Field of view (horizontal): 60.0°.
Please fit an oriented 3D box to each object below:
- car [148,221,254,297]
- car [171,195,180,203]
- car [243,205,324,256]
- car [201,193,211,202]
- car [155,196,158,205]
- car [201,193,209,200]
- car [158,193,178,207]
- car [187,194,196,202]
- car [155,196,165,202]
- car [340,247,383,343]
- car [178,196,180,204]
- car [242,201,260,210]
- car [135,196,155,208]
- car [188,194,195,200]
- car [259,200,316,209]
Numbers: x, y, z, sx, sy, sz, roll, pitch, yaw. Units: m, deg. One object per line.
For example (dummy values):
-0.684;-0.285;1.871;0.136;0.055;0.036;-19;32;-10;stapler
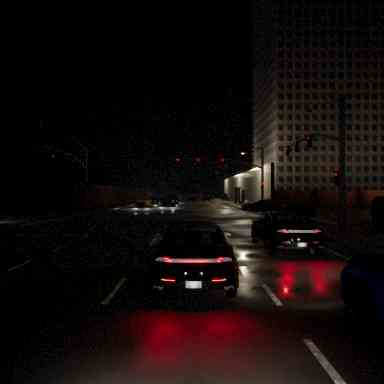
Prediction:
0.046;1.492;8.547;2.128;1.511;4.902;0;0;0;car
-3.592;1.478;73.248;1.882;1.535;5.008;0;0;0;car
3.565;1.491;13.165;2.128;1.511;4.902;0;0;0;car
3.401;1.491;78.851;1.837;1.490;4.892;0;0;0;car
-7.148;1.477;60.226;1.882;1.535;5.008;0;0;0;car
3.389;1.182;89.044;2.097;1.767;4.553;0;0;0;car
-3.650;1.352;51.436;2.097;1.767;4.553;0;0;0;car
-0.099;1.346;78.818;2.097;1.767;4.553;0;0;0;car
-7.094;1.595;74.751;1.895;1.301;4.718;0;0;0;car
3.596;1.221;3.298;2.150;2.045;5.566;0;0;0;car
-3.630;1.221;62.725;2.150;2.045;5.566;0;0;0;car
7.876;1.567;36.746;4.674;1.442;1.812;1;1;16;car
-7.153;1.477;49.321;1.882;1.535;5.008;0;0;0;car
-0.111;1.327;89.071;1.837;1.490;4.892;0;0;0;car
9.304;1.652;32.036;4.718;1.301;1.895;0;0;-4;car
